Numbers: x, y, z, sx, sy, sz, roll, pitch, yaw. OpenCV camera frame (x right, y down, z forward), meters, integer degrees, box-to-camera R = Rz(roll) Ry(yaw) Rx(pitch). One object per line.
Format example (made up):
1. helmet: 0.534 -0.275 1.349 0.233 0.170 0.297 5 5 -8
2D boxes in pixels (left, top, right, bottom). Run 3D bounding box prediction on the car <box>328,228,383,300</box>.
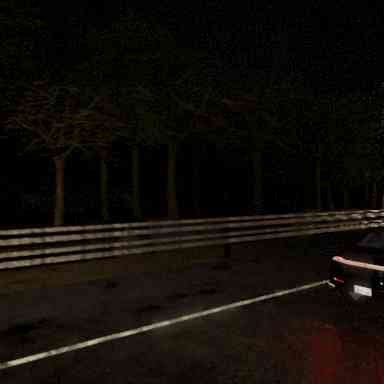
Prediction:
1. car: 4.948 1.489 7.113 4.902 1.511 2.128 0 0 -34
